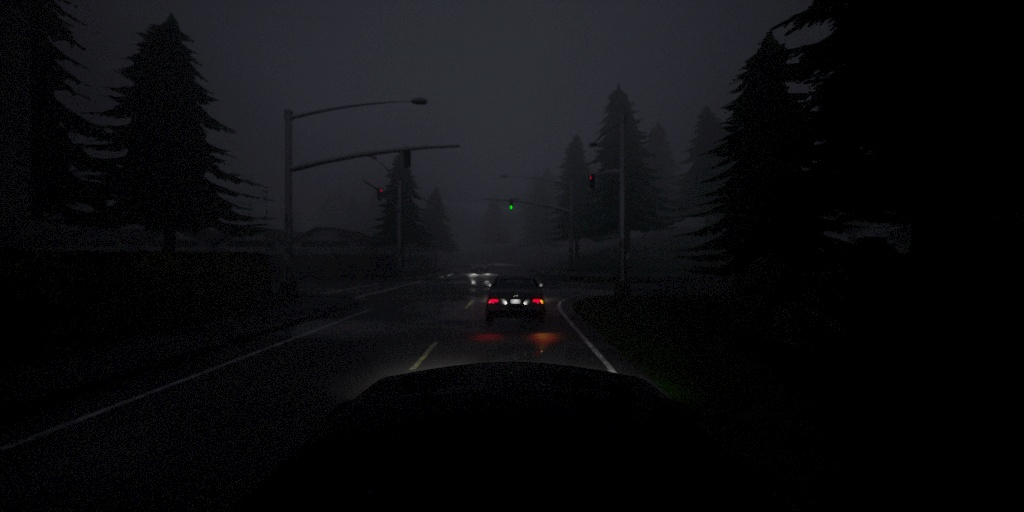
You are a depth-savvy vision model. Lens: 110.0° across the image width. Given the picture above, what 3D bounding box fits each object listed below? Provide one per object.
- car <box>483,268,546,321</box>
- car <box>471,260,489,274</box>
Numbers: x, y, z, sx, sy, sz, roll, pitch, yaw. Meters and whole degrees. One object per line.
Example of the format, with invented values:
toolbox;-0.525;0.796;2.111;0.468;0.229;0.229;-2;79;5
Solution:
car;0.115;1.287;12.293;2.033;1.411;5.357;0;0;0
car;-3.623;1.237;41.431;1.812;1.442;4.674;0;0;-1
